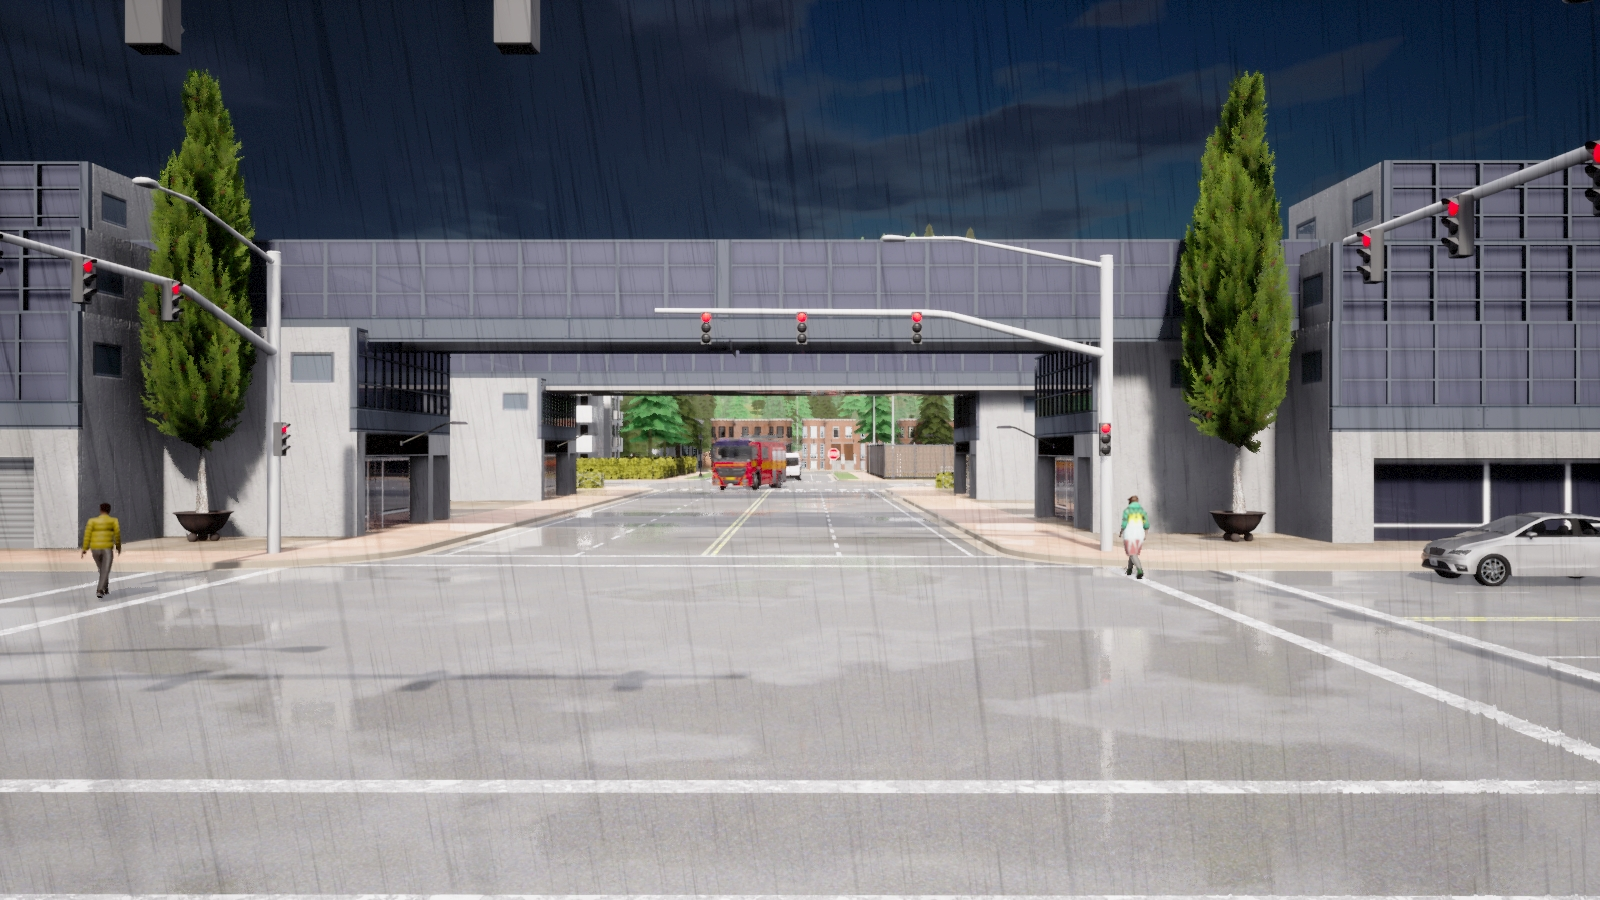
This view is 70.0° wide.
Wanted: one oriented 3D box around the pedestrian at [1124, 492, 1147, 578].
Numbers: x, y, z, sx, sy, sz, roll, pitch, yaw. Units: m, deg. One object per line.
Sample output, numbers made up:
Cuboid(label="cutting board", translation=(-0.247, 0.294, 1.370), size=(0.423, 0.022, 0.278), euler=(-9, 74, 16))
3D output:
Cuboid(label="pedestrian", translation=(7.345, 1.848, 25.010), size=(0.375, 1.860, 0.375), euler=(0, 0, -3))

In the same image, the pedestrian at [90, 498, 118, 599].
Cuboid(label="pedestrian", translation=(-13.117, 1.848, 21.534), size=(0.375, 1.860, 0.375), euler=(0, 0, -19))

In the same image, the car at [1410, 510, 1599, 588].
Cuboid(label="car", translation=(15.490, 2.066, 24.189), size=(4.193, 1.474, 1.816), euler=(0, 0, 0))
